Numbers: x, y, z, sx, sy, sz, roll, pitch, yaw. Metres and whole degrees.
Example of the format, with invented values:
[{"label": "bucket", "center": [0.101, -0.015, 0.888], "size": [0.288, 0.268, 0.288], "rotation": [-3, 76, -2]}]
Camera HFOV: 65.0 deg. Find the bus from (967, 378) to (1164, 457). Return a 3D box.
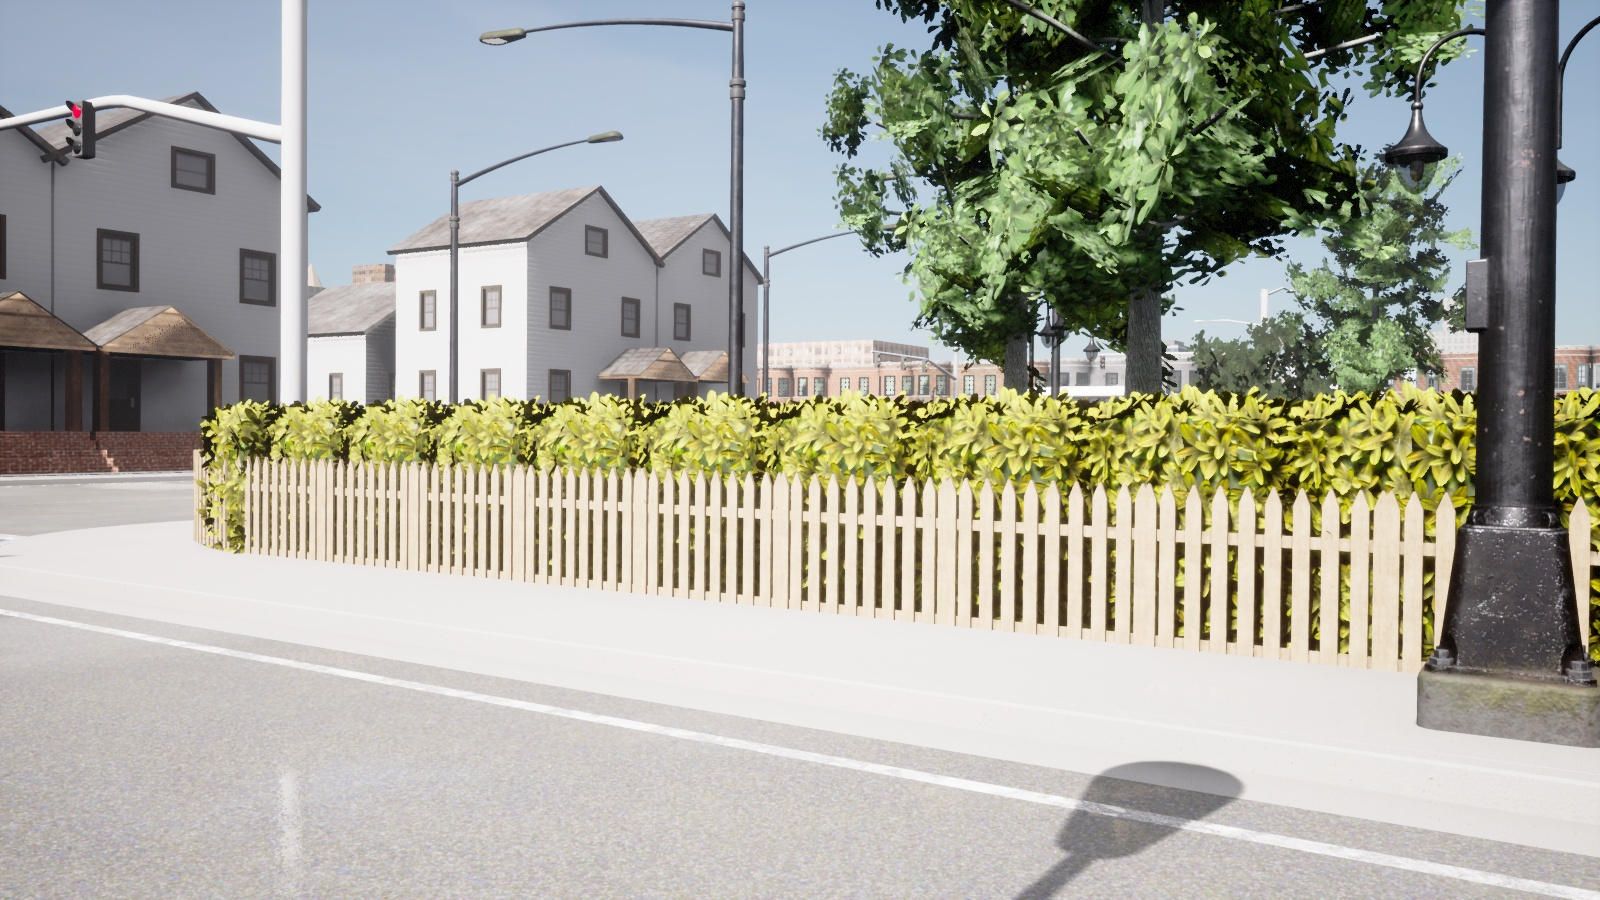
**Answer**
[{"label": "bus", "center": [15.101, -1.763, 71.894], "size": [10.273, 4.253, 3.944], "rotation": [0, 1, 33]}]
